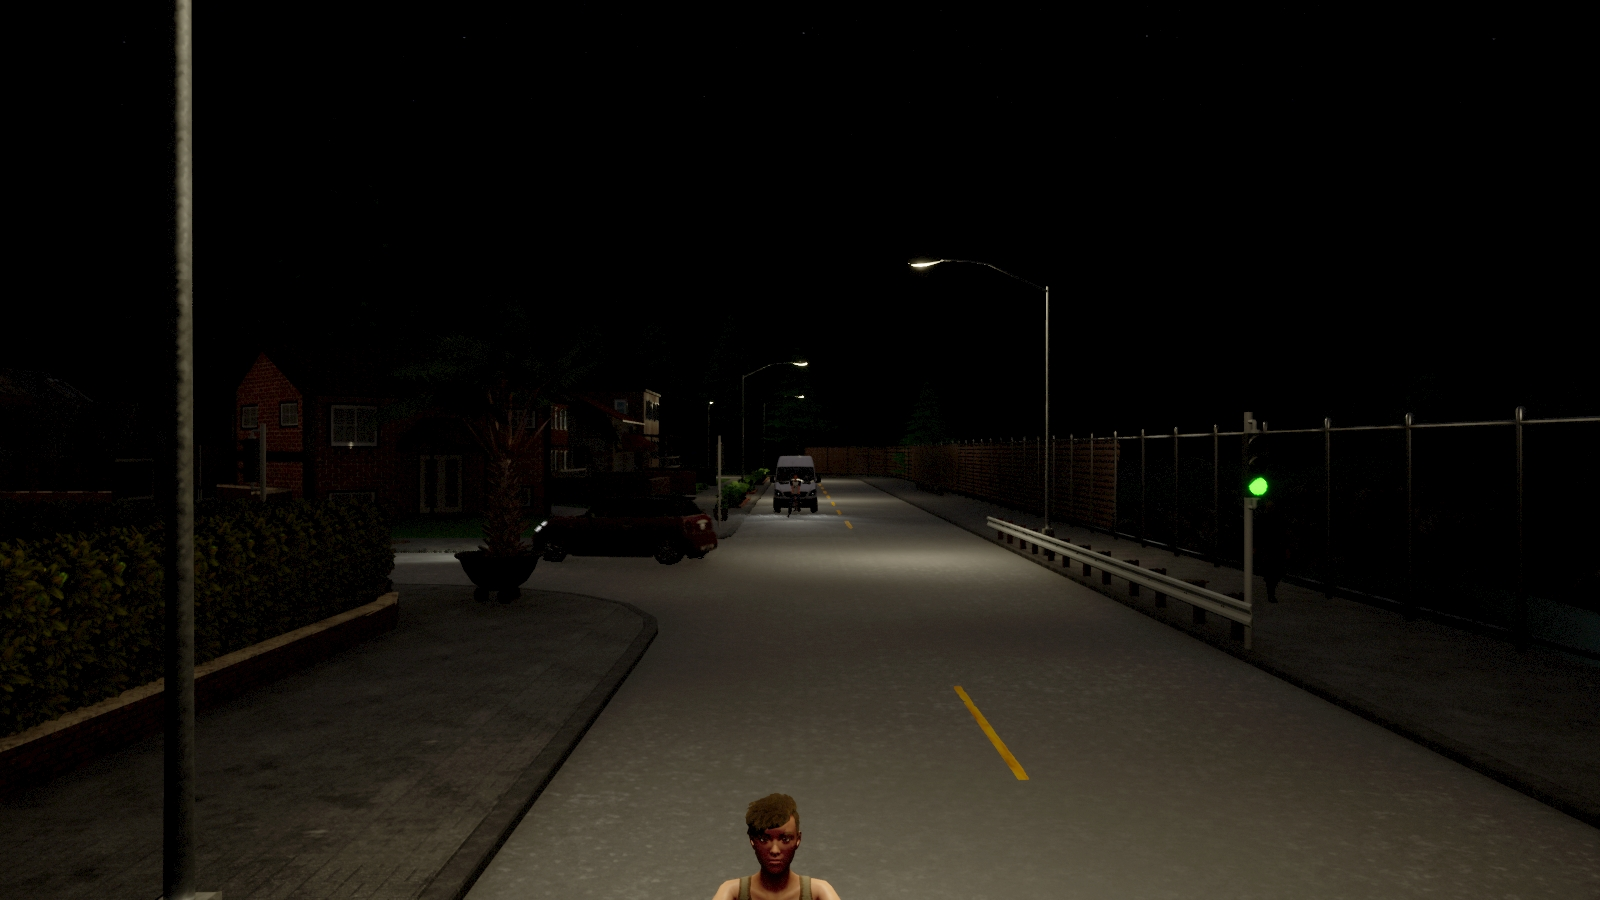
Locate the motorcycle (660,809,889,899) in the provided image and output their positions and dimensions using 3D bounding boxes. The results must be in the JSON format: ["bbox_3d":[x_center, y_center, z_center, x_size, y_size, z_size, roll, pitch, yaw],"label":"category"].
[{"bbox_3d":[-0.084,2.157,3.590,0.764,1.307,2.356,0,0,-1],"label":"motorcycle"}]

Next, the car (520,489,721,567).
[{"bbox_3d":[-4.507,1.916,28.949,4.553,1.767,2.097,0,0,15],"label":"car"}]

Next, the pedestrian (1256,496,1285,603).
[{"bbox_3d":[8.340,1.752,20.258,0.375,1.860,0.375,0,0,1],"label":"pedestrian"}]
